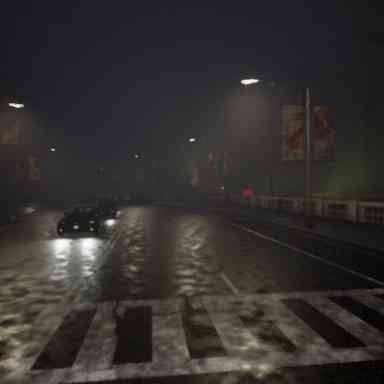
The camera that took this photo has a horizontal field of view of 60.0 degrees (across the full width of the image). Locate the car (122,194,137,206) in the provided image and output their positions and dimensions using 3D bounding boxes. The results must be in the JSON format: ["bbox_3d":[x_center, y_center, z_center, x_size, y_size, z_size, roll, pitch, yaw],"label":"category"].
[{"bbox_3d":[-10.080,1.246,47.318,2.128,1.511,4.902,-1,0,-32],"label":"car"}]

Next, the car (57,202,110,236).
[{"bbox_3d":[-5.822,1.489,17.946,1.994,1.385,4.181,-1,0,-8],"label":"car"}]

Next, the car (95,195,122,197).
[{"bbox_3d":[-9.769,1.292,38.509,1.882,1.535,5.008,-1,0,-21],"label":"car"}]

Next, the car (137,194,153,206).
[{"bbox_3d":[-7.716,1.065,50.040,2.097,1.767,4.553,-1,1,-36],"label":"car"}]

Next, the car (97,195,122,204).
[{"bbox_3d":[-14.286,1.245,57.710,4.674,1.442,1.812,0,1,39],"label":"car"}]

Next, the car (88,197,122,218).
[{"bbox_3d":[-7.300,1.412,28.303,2.033,1.411,5.357,-1,0,-10],"label":"car"}]

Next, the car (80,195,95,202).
[{"bbox_3d":[-16.708,1.285,55.183,4.674,1.442,1.812,0,1,39],"label":"car"}]
